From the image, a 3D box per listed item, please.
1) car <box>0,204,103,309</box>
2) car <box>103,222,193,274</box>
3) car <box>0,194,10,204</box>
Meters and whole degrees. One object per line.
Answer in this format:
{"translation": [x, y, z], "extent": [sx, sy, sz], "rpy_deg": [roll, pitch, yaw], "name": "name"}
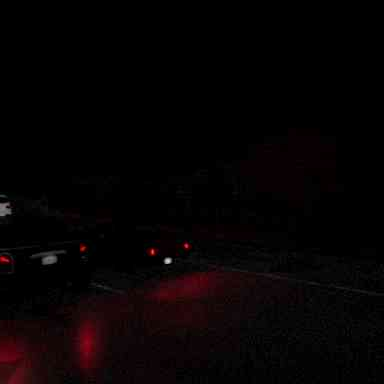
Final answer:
{"translation": [-4.374, 1.343, 7.866], "extent": [4.553, 1.767, 2.097], "rpy_deg": [0, 0, 41], "name": "car"}
{"translation": [-2.311, 1.598, 10.626], "extent": [4.718, 1.301, 1.895], "rpy_deg": [0, 0, 42], "name": "car"}
{"translation": [-14.646, 1.187, 24.195], "extent": [2.150, 2.045, 5.566], "rpy_deg": [0, 0, -37], "name": "car"}
